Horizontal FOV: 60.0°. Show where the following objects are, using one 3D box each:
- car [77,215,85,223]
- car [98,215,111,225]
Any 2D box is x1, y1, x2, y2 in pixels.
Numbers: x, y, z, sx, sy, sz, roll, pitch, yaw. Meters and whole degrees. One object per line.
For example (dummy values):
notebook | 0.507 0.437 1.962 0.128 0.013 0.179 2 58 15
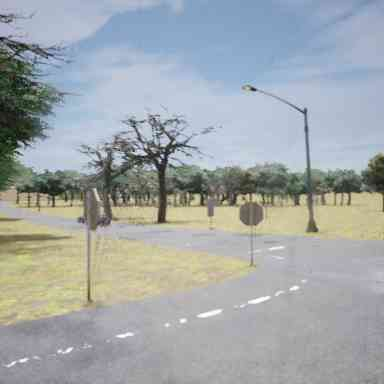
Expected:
car | -19.022 4.735 59.330 1.882 1.535 5.008 -1 -2 -34
car | -14.526 4.408 52.826 1.882 1.535 5.008 -1 -2 -34
